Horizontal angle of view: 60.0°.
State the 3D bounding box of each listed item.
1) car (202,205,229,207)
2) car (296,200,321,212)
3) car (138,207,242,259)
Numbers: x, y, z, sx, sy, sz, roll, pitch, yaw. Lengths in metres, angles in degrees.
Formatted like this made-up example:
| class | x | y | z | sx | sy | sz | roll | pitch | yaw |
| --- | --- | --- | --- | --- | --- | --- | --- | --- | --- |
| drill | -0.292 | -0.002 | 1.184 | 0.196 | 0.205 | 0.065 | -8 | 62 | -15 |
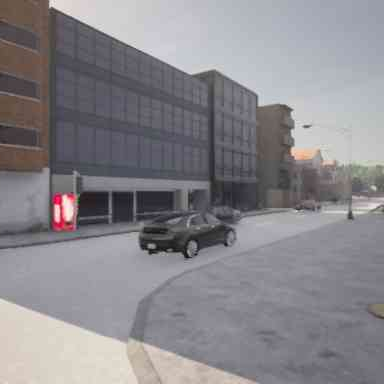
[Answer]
| class | x | y | z | sx | sy | sz | roll | pitch | yaw |
| --- | --- | --- | --- | --- | --- | --- | --- | --- | --- |
| car | 1.417 | 1.560 | 21.906 | 2.033 | 1.411 | 5.357 | 0 | 0 | 35 |
| car | 13.702 | 1.578 | 39.118 | 1.994 | 1.385 | 4.181 | 0 | 0 | 36 |
| car | 0.012 | 1.513 | 12.815 | 1.837 | 1.490 | 4.892 | -2 | -1 | 33 |
